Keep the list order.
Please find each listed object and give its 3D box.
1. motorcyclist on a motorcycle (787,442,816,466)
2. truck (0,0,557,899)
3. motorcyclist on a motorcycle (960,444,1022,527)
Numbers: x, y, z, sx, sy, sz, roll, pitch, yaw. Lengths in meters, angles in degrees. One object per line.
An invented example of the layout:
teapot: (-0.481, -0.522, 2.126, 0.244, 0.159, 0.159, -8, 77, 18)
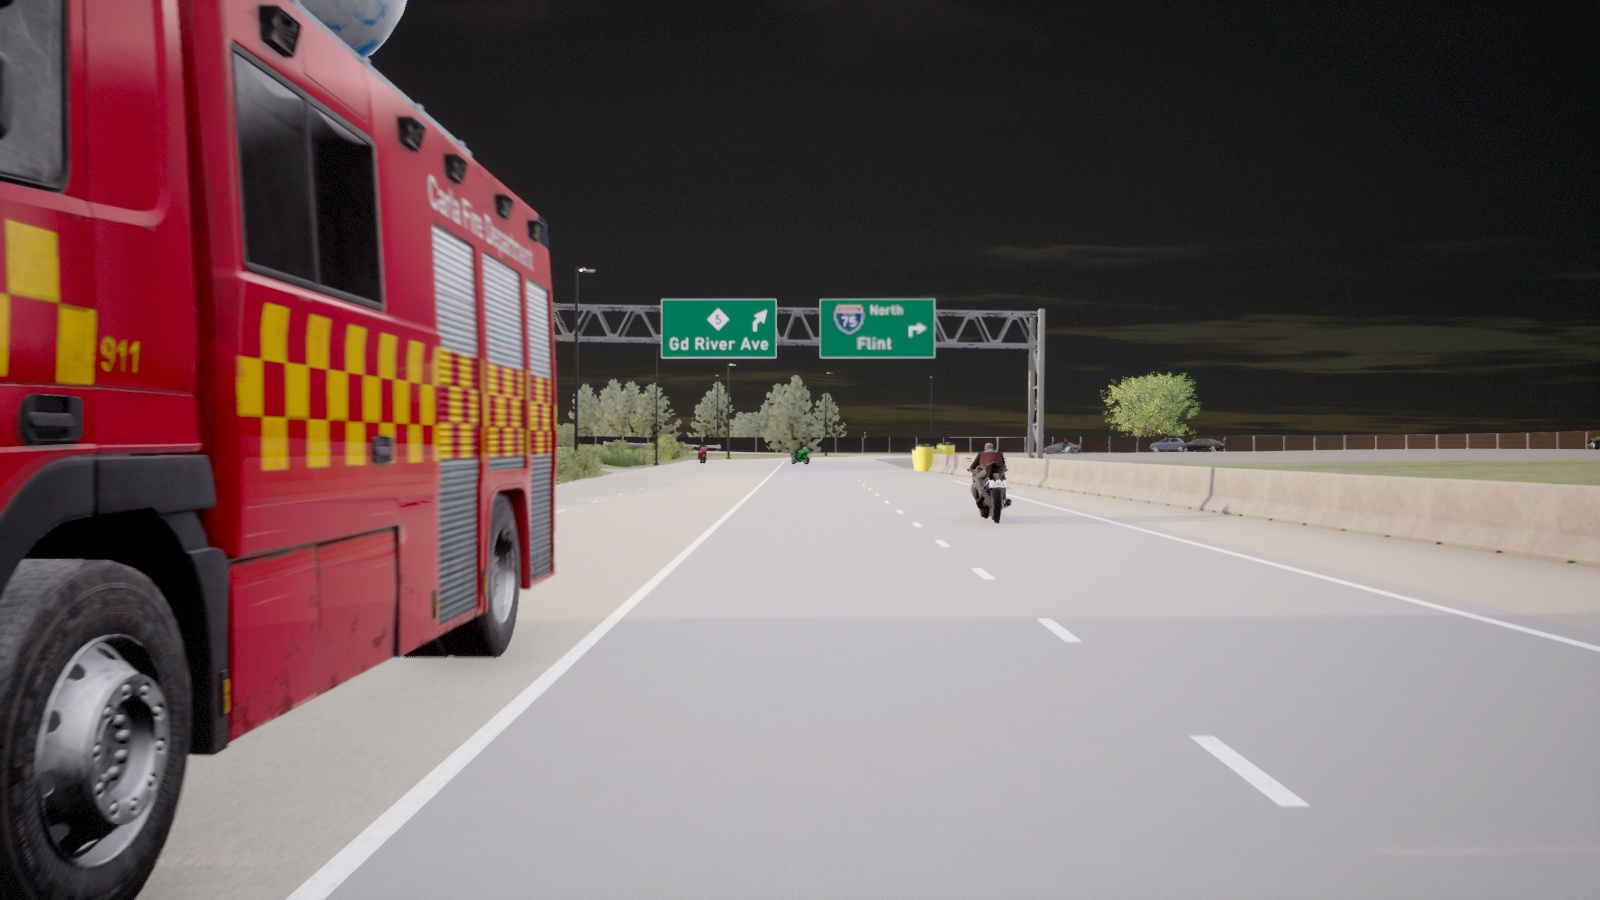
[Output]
motorcyclist on a motorcycle: (0.077, 0.221, 80.783, 0.797, 1.523, 2.044, 1, 0, -35)
truck: (-3.449, -0.455, 6.002, 2.891, 3.827, 8.468, 0, 0, 0)
motorcyclist on a motorcycle: (3.655, 0.647, 24.204, 0.866, 1.530, 2.191, 0, 0, 0)
